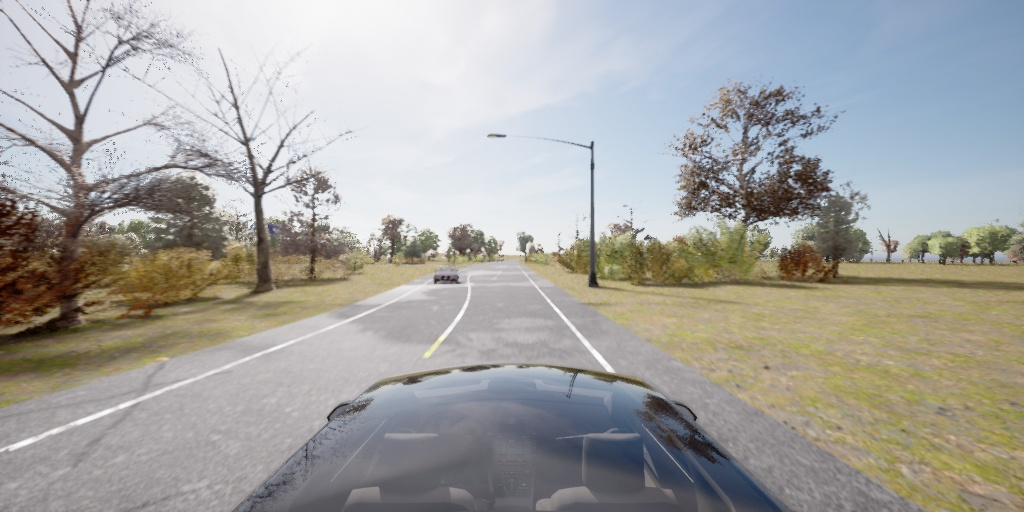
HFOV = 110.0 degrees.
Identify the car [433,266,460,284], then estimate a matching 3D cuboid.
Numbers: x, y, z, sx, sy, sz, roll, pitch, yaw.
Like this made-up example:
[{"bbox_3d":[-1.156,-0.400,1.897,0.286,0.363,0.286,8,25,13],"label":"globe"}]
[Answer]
[{"bbox_3d":[-5.335,1.549,29.508,1.994,1.385,4.181,0,0,-7],"label":"car"}]
